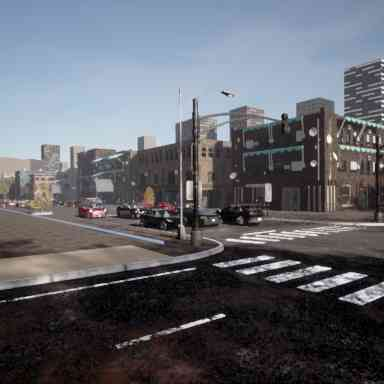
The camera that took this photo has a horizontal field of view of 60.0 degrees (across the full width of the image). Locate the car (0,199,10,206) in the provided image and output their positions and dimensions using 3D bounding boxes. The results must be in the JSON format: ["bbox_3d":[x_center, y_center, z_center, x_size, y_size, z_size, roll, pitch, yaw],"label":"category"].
[{"bbox_3d":[-46.696,2.598,82.912,1.887,1.381,4.507,-1,0,-37],"label":"car"}]

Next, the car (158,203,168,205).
[{"bbox_3d":[-3.541,1.904,39.155,1.802,1.307,4.206,-2,0,-37],"label":"car"}]

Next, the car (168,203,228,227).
[{"bbox_3d":[0.262,1.783,24.384,1.994,1.385,4.181,-1,0,-38],"label":"car"}]

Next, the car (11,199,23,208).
[{"bbox_3d":[-33.445,2.376,65.176,2.008,1.369,4.403,-1,0,-37],"label":"car"}]

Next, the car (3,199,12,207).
[{"bbox_3d":[-40.073,2.380,74.043,1.967,1.590,4.097,-1,0,-37],"label":"car"}]

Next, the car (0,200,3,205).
[{"bbox_3d":[-43.383,2.548,78.478,2.008,1.369,4.403,-1,0,-37],"label":"car"}]

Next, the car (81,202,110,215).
[{"bbox_3d":[-11.839,1.975,40.619,1.812,1.442,4.674,-1,0,-36],"label":"car"}]

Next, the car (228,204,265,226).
[{"bbox_3d":[3.346,1.682,25.381,1.837,1.490,4.892,-2,0,-36],"label":"car"}]

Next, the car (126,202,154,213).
[{"bbox_3d":[-6.853,1.966,43.588,1.802,1.307,4.206,-2,0,-37],"label":"car"}]

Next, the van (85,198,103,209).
[{"bbox_3d":[-16.798,1.907,56.890,1.690,1.788,3.998,-1,0,-37],"label":"van"}]

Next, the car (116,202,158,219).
[{"bbox_3d":[-5.718,1.825,32.412,2.128,1.511,4.902,-1,0,-37],"label":"car"}]

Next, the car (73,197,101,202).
[{"bbox_3d":[-16.197,2.036,51.778,2.128,1.511,4.902,-1,0,-37],"label":"car"}]

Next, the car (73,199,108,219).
[{"bbox_3d":[-10.256,1.847,34.136,1.967,1.590,4.097,-2,0,-37],"label":"car"}]

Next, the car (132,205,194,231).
[{"bbox_3d":[-2.045,1.815,22.948,1.947,1.339,4.313,-2,0,-37],"label":"car"}]

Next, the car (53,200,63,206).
[{"bbox_3d":[-30.045,2.364,74.628,1.947,1.339,4.313,-1,0,-37],"label":"car"}]

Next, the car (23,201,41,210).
[{"bbox_3d":[-26.717,2.233,56.171,1.752,1.417,4.829,-1,0,-37],"label":"car"}]

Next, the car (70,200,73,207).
[{"bbox_3d":[-20.112,1.940,61.324,2.192,1.841,5.009,-1,0,-37],"label":"car"}]

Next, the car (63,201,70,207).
[{"bbox_3d":[-23.419,2.228,65.759,1.887,1.381,4.507,-1,0,-37],"label":"car"}]
